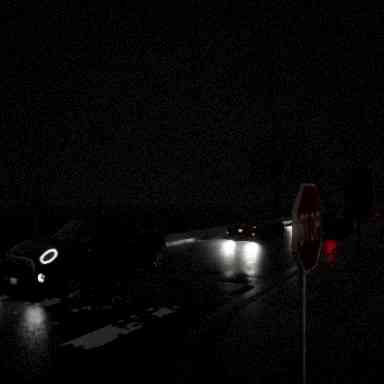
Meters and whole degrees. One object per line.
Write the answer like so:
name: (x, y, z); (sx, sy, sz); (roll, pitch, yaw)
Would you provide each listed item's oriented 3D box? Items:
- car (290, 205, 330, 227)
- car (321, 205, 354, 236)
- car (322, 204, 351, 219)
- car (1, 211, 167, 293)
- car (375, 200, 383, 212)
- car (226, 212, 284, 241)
car: (9.753, 1.863, 27.287); (1.837, 1.490, 4.892); (-1, -1, 35)
car: (8.683, 1.761, 20.620); (2.128, 1.511, 4.902); (0, -1, 35)
car: (15.472, 2.031, 35.426); (1.994, 1.385, 4.181); (-1, -1, 35)
car: (-2.767, 1.458, 9.399); (2.097, 1.767, 4.553); (0, -1, 35)
car: (27.818, 1.987, 47.989); (2.097, 1.767, 4.553); (0, -1, 35)
car: (3.568, 1.801, 18.455); (1.994, 1.385, 4.181); (0, -1, 35)
